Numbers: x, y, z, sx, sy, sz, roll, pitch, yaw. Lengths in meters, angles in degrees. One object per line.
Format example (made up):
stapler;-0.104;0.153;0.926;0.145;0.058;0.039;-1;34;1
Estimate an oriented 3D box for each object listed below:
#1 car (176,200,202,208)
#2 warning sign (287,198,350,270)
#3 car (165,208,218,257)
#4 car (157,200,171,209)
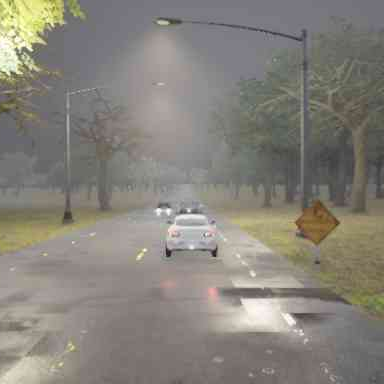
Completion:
car;-0.226;1.458;27.452;2.097;1.767;4.553;0;0;0
warning sign;3.507;1.138;9.357;1.300;1.860;1.060;1;1;-1
car;-0.036;1.564;13.065;1.812;1.442;4.674;0;-1;-1
car;-4.163;1.813;50.484;1.895;1.301;4.718;0;0;0
